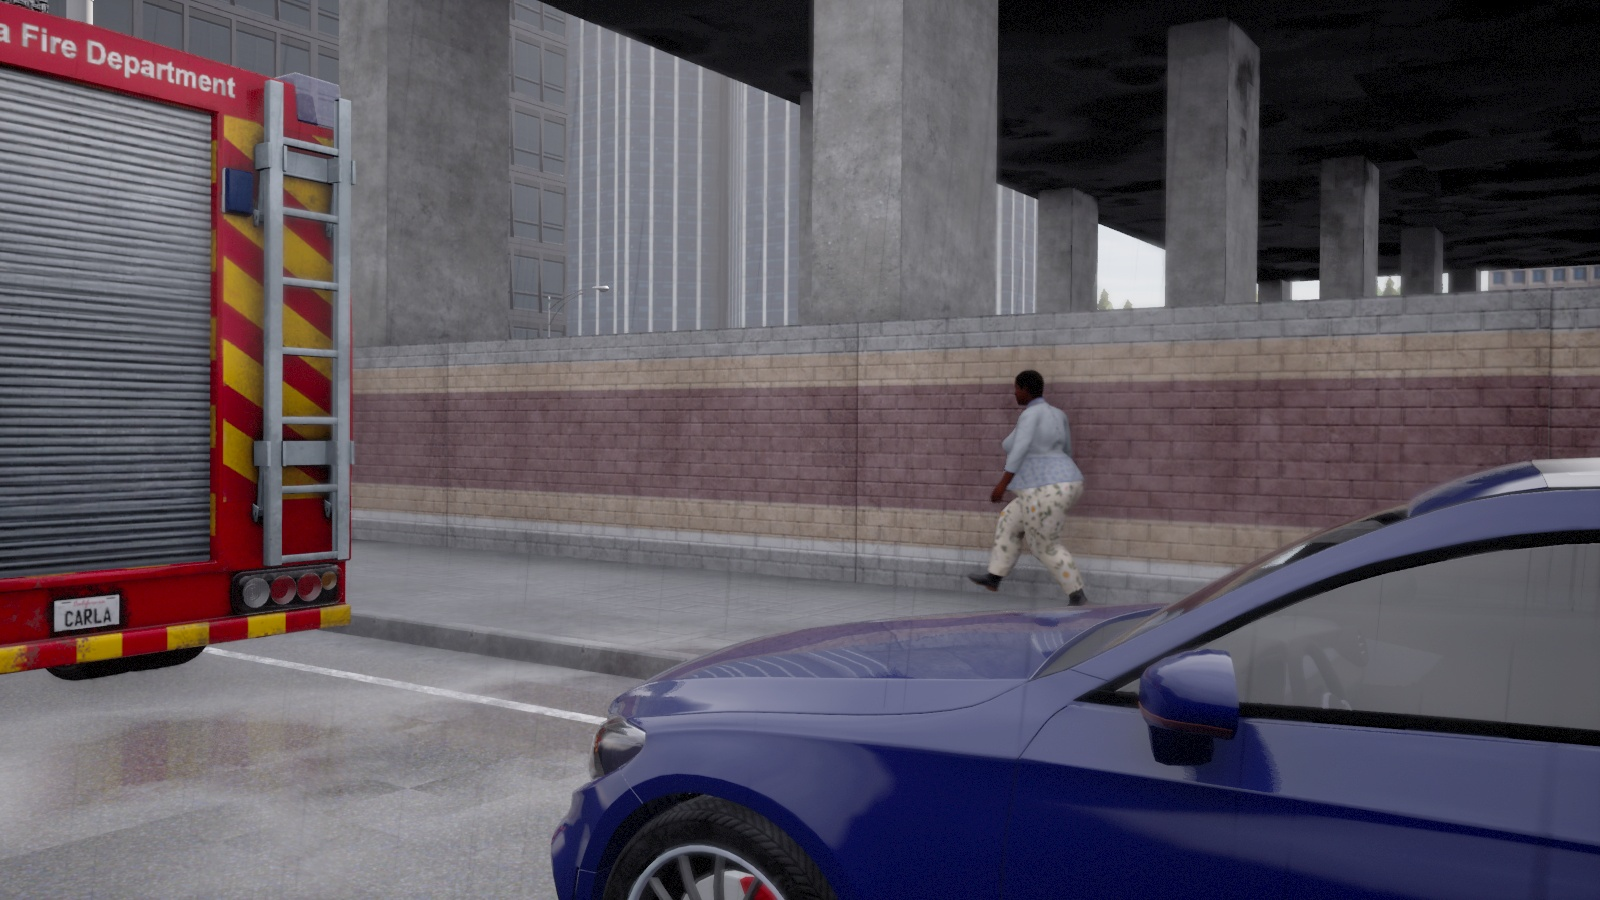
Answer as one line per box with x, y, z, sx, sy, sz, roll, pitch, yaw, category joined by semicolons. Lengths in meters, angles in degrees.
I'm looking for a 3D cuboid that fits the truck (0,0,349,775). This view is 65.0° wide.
-6.880;-0.483;8.172;8.468;3.827;2.891;0;1;34;truck

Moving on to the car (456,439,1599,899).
1.618;0.708;2.546;4.674;1.442;1.812;0;1;33;car

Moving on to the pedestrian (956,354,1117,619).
1.780;0.251;9.408;0.900;1.855;0.874;0;1;34;pedestrian
